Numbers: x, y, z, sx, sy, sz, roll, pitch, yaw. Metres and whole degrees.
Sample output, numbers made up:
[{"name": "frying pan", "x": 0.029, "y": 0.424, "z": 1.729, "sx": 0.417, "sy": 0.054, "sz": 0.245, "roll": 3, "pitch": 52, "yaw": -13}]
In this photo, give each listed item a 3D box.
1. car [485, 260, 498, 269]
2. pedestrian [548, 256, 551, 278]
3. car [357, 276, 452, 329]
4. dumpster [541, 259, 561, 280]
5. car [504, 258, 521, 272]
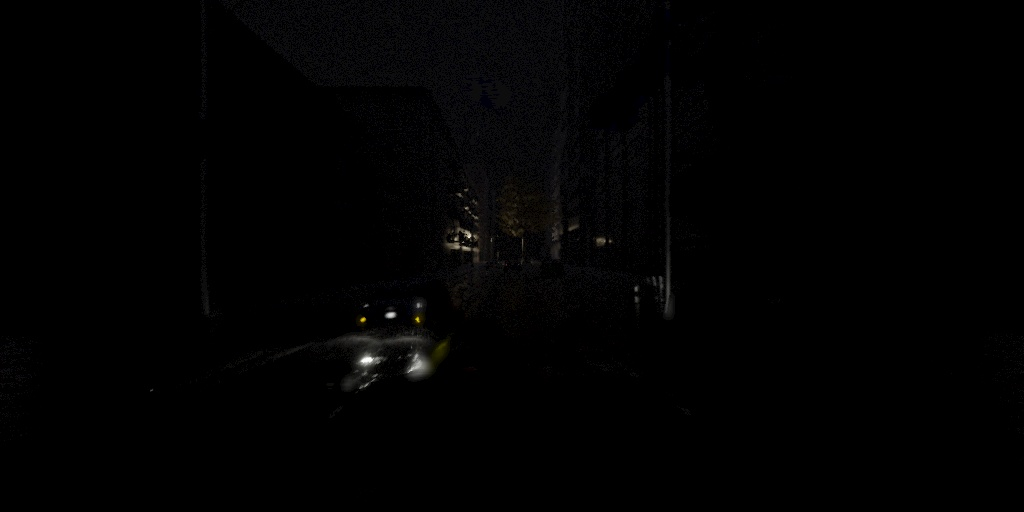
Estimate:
[{"name": "car", "x": -3.030, "y": 1.268, "z": 54.602, "sx": 2.033, "sy": 1.411, "sz": 5.357, "roll": 0, "pitch": 0, "yaw": 1}, {"name": "pedestrian", "x": 3.144, "y": 0.888, "z": 30.405, "sx": 0.375, "sy": 1.860, "sz": 0.375, "roll": 0, "pitch": 0, "yaw": -15}, {"name": "car", "x": -3.096, "y": 1.314, "z": 11.138, "sx": 1.994, "sy": 1.385, "sz": 4.181, "roll": 0, "pitch": 0, "yaw": 0}, {"name": "dumpster", "x": 3.144, "y": 1.143, "z": 29.257, "sx": 1.020, "sy": 1.700, "sz": 1.940, "roll": 0, "pitch": 0, "yaw": 0}, {"name": "car", "x": 0.080, "y": 1.084, "z": 46.507, "sx": 2.097, "sy": 1.767, "sz": 4.553, "roll": 0, "pitch": 0, "yaw": 0}]
